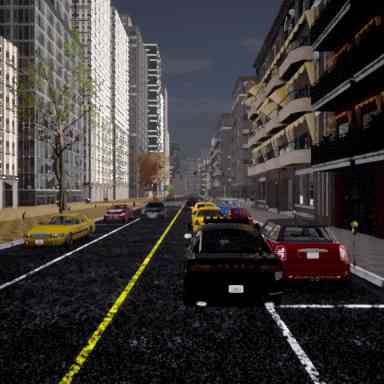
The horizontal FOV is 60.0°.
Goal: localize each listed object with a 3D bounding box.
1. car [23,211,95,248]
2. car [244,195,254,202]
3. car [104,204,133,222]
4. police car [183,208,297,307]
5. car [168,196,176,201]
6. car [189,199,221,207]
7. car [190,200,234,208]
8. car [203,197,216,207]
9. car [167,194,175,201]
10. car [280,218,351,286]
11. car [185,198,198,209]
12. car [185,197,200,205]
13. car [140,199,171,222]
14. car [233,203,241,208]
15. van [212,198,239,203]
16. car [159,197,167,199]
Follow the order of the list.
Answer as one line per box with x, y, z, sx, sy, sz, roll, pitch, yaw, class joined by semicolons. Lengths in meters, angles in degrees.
-5.665;1.529;14.750;1.752;1.417;4.829;0;0;0;car
13.549;1.403;73.023;4.403;1.369;2.008;-1;1;0;car
-5.647;1.593;25.986;1.802;1.307;4.206;0;0;0;car
0.823;1.427;8.180;1.930;1.638;5.238;0;0;2;police car
-5.538;1.664;91.560;1.947;1.339;4.313;0;0;0;car
0.941;1.488;24.046;1.882;1.535;5.008;0;0;0;car
0.932;1.461;18.235;1.801;1.575;5.366;0;0;0;car
2.780;1.586;53.635;2.008;1.369;4.403;0;0;0;car
-5.547;1.402;86.037;2.192;1.841;5.009;0;0;0;car
2.706;1.442;9.373;1.967;1.590;4.097;0;0;0;car
0.112;1.504;46.090;1.882;1.535;5.008;0;0;0;car
0.131;1.643;59.166;1.895;1.301;4.718;0;0;8;car
-2.954;1.537;26.974;1.812;1.442;4.674;0;0;0;car
2.724;1.589;20.439;1.802;1.307;4.206;0;0;0;car
2.734;1.352;25.971;1.690;1.788;3.998;0;0;0;van
-5.600;1.579;53.649;1.887;1.381;4.507;0;0;0;car
